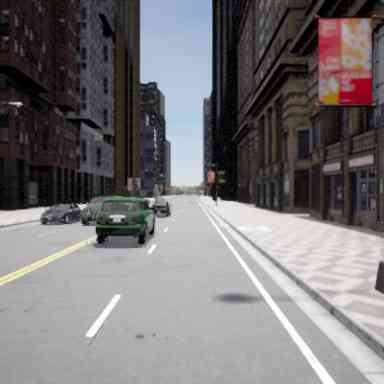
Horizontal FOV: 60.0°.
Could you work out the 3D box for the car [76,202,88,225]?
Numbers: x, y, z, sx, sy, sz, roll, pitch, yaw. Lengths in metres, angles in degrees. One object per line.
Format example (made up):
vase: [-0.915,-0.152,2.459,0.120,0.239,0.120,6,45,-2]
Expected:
car: [-6.580,1.333,25.167,2.150,2.045,5.566,0,0,0]

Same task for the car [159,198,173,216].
car: [-3.124,1.659,33.995,1.837,1.490,4.892,0,0,0]

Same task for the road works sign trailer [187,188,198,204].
road works sign trailer: [0.062,0.829,74.985,2.380,3.560,2.880,0,0,0]

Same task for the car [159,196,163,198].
car: [-6.465,1.663,65.489,2.097,1.767,4.553,0,0,1]

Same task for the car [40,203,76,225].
car: [-9.829,1.618,25.392,1.837,1.490,4.892,0,0,0]

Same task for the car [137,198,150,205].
car: [-9.705,1.874,66.674,1.994,1.385,4.181,0,0,0]

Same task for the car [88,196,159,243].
car: [-3.139,1.294,16.622,2.150,2.045,5.566,0,0,0]
